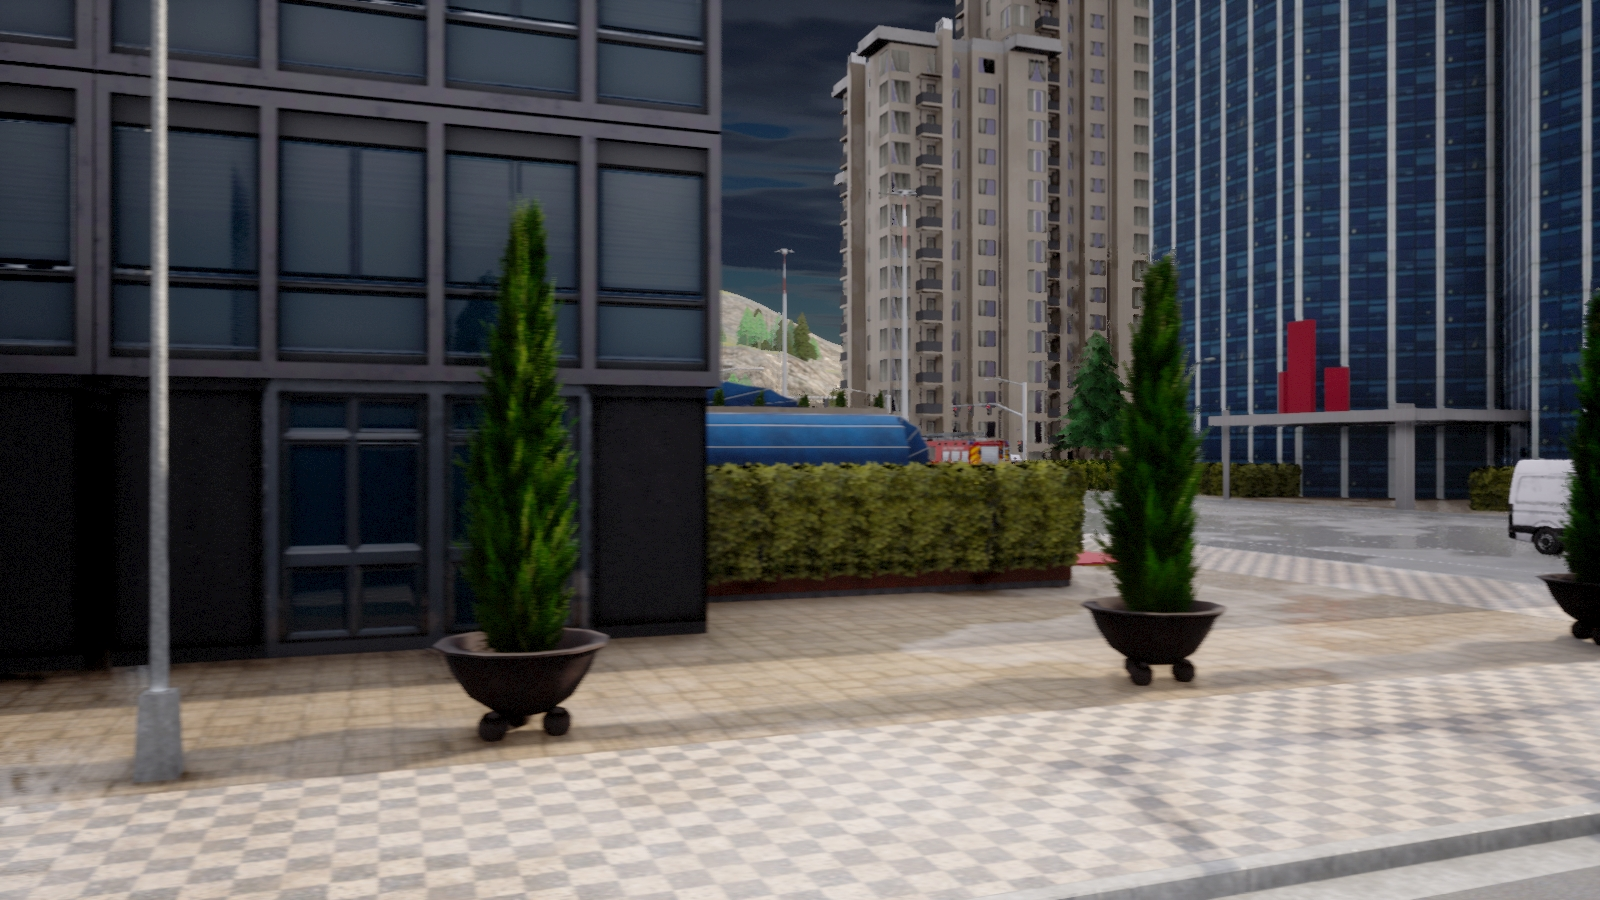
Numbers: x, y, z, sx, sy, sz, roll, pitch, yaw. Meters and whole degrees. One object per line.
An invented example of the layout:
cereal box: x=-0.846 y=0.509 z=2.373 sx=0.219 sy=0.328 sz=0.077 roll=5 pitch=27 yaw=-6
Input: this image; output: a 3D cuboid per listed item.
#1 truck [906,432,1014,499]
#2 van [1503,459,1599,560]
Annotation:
truck: x=9.734 y=0.884 z=70.500 sx=2.891 sy=3.827 sz=8.468 roll=0 pitch=0 yaw=-21
van: x=21.367 y=1.528 z=29.119 sx=1.988 sy=2.561 sz=5.915 roll=0 pitch=0 yaw=-20
